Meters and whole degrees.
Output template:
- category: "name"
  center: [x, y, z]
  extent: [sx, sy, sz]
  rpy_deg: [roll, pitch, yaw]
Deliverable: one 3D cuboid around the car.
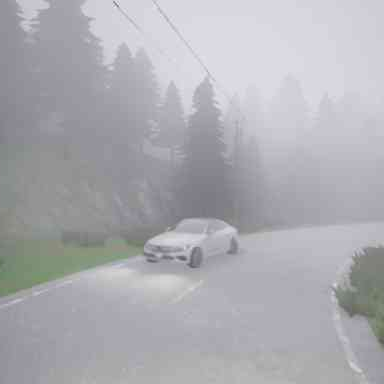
- category: "car"
  center: [0.180, 1.680, 12.087]
  extent: [1.812, 1.442, 4.674]
  rpy_deg: [0, -1, 31]
